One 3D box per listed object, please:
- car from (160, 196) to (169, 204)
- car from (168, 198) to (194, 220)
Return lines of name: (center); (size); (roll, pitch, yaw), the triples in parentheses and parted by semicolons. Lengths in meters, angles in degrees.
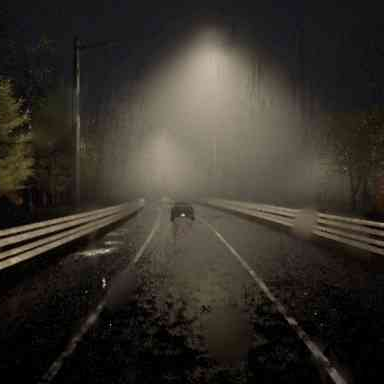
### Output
car: (-4.934, 1.477, 61.385); (1.812, 1.442, 4.674); (0, 0, -10)
car: (-0.866, 1.502, 27.833); (1.837, 1.490, 4.892); (0, 0, -4)
